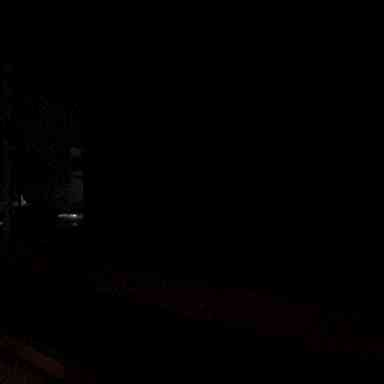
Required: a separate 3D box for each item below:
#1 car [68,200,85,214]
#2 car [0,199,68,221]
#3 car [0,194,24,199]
[{"bbox_3d":[-11.613,1.526,36.329,1.812,1.442,4.674,0,0,31],"label":"car"},{"bbox_3d":[-13.128,1.526,27.613,1.812,1.442,4.674,0,0,34],"label":"car"},{"bbox_3d":[-16.963,1.221,28.169,2.150,2.045,5.566,0,0,35],"label":"car"}]
